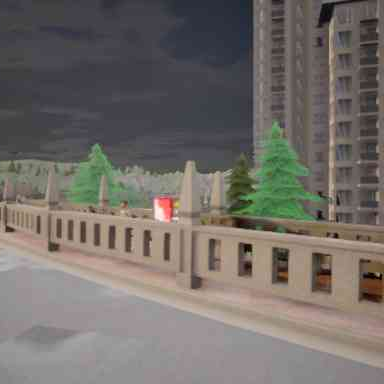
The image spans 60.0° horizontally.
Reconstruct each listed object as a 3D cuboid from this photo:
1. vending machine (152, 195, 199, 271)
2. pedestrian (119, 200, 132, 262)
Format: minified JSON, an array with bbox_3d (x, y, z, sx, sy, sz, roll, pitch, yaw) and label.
[{"bbox_3d":[-0.492,1.147,9.932,0.880,2.100,1.100,0,0,41],"label":"vending machine"},{"bbox_3d":[-1.966,1.080,9.675,0.375,1.860,0.375,0,-1,41],"label":"pedestrian"}]
